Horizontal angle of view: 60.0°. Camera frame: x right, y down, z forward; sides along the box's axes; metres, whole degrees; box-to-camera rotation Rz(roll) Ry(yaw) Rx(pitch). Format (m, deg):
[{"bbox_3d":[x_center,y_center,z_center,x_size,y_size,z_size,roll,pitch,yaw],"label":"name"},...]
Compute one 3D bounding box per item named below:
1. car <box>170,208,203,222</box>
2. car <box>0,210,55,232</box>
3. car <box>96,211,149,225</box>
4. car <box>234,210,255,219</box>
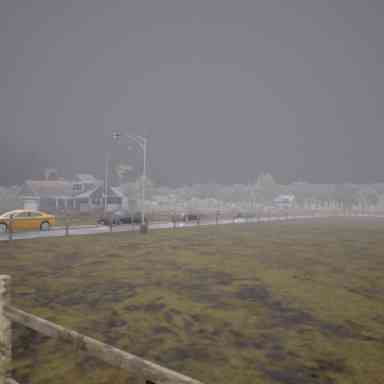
[{"bbox_3d":[-0.618,2.725,40.441,2.097,1.767,4.553,0,-2,36],"label":"car"},{"bbox_3d":[-12.345,2.030,23.811,1.882,1.535,5.008,0,-2,34],"label":"car"},{"bbox_3d":[-6.544,2.502,32.084,2.033,1.411,5.357,0,-2,35],"label":"car"},{"bbox_3d":[8.360,3.588,52.963,1.994,1.385,4.181,0,-3,36],"label":"car"}]
